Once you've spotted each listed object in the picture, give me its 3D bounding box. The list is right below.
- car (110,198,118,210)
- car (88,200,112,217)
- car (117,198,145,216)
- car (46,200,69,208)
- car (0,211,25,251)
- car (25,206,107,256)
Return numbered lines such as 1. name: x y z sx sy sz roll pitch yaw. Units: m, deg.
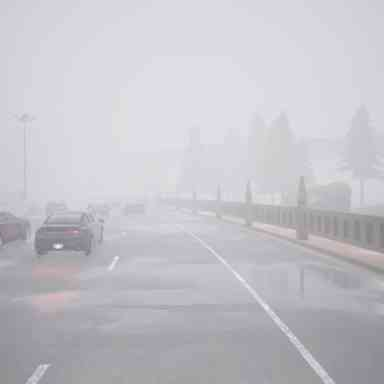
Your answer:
1. car: -9.770 1.526 42.739 1.812 1.442 4.674 0 0 -24
2. car: -8.772 1.600 30.691 1.895 1.301 4.718 0 0 -18
3. car: -5.931 1.478 32.990 1.882 1.535 5.008 0 0 -19
4. car: -12.891 1.490 31.829 2.128 1.511 4.902 0 0 -20
5. car: -8.286 1.477 13.652 1.882 1.535 5.008 0 0 -8
6. car: -4.679 1.504 13.174 1.837 1.490 4.892 0 0 -8
